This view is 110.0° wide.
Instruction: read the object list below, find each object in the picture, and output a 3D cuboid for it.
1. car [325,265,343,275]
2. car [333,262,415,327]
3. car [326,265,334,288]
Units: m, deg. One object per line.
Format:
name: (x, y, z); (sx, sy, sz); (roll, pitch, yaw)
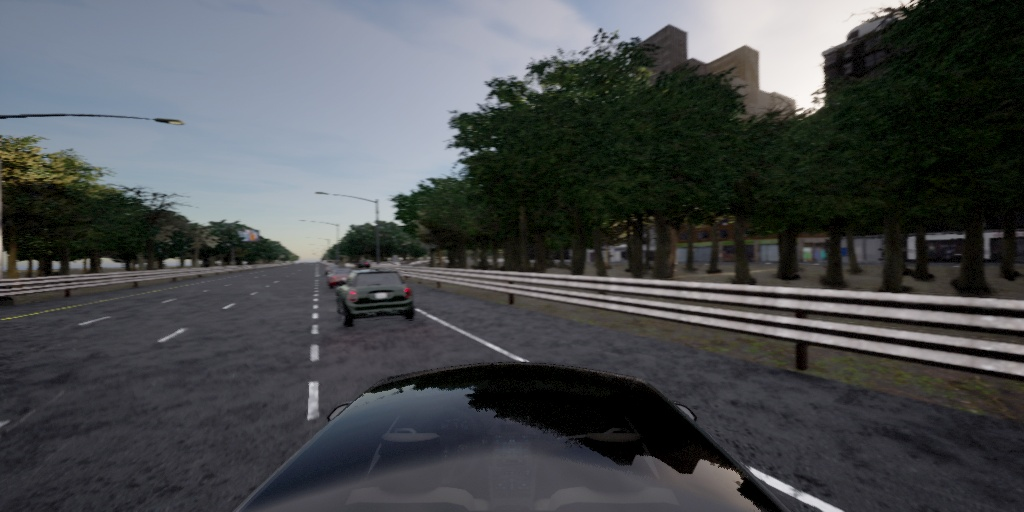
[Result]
car: (-25.566, 1.985, 51.575); (1.994, 1.385, 4.181); (-1, 0, -24)
car: (-4.948, 1.236, 12.664); (2.097, 1.767, 4.553); (-1, 0, -29)
car: (-13.082, 1.659, 27.650); (1.994, 1.385, 4.181); (-1, 0, -29)
